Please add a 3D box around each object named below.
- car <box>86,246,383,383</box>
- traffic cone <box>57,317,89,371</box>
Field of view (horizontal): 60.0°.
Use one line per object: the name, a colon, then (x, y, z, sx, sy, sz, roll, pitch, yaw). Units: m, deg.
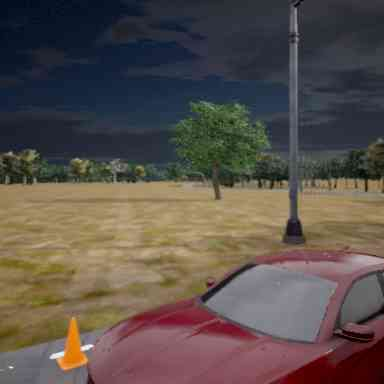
car: (1.338, 1.475, 3.860, 5.008, 1.535, 1.882, 0, 0, -36)
traffic cone: (-1.567, 1.956, 4.409, 0.340, 0.580, 0.340, 0, 0, -36)
